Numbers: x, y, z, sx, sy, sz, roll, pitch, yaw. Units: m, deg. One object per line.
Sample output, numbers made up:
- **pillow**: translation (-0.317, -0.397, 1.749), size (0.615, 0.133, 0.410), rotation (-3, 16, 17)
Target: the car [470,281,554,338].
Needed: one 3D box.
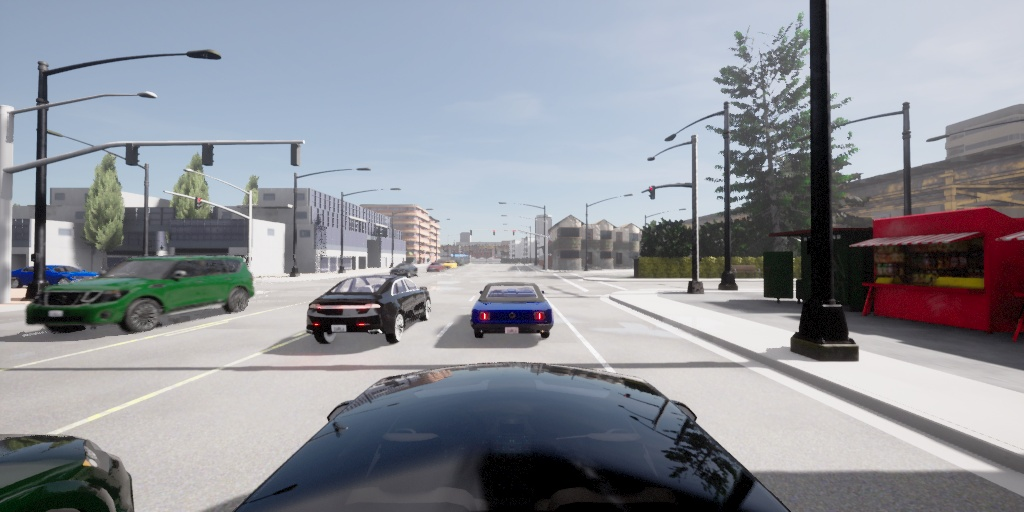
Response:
- **car**: translation (-0.006, 1.365, 10.147), size (1.895, 1.301, 4.718), rotation (0, 0, 0)

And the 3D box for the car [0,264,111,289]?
- **car**: translation (-29.735, 1.315, 23.381), size (5.008, 1.535, 1.882), rotation (0, -1, 0)

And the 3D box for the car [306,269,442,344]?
- **car**: translation (-3.506, 1.257, 9.670), size (2.128, 1.511, 4.902), rotation (0, 0, 0)

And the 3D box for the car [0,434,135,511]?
- **car**: translation (-3.373, 1.314, 0.502), size (1.994, 1.385, 4.181), rotation (0, 0, -1)

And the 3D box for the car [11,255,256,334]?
- **car**: translation (-10.686, 0.997, 11.139), size (2.150, 2.045, 5.566), rotation (0, 0, -1)

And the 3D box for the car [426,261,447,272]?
- **car**: translation (-11.063, 1.675, 51.767), size (1.812, 1.442, 4.674), rotation (0, -1, -1)

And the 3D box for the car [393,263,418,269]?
- **car**: translation (-10.932, 1.489, 36.545), size (1.882, 1.535, 5.008), rotation (0, -1, -1)
